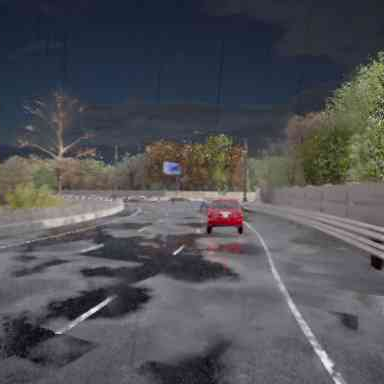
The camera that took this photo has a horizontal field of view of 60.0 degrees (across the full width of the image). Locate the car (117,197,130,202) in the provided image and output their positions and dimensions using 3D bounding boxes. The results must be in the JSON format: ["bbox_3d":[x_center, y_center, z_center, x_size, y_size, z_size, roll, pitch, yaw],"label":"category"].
[{"bbox_3d":[-18.913,1.959,91.564,1.895,1.301,4.718,1,-1,-34],"label":"car"}]

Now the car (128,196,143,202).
[{"bbox_3d":[-15.904,1.946,93.358,2.128,1.511,4.902,1,-1,-34],"label":"car"}]

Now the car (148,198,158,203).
[{"bbox_3d":[-10.440,2.049,84.027,1.895,1.301,4.718,1,0,-29],"label":"car"}]

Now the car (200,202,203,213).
[{"bbox_3d":[2.364,1.845,37.950,1.812,1.442,4.674,1,0,-4],"label":"car"}]

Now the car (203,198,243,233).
[{"bbox_3d":[2.107,1.418,21.508,2.150,2.045,5.566,1,0,5],"label":"car"}]

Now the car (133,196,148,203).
[{"bbox_3d":[-13.487,1.921,82.316,2.128,1.511,4.902,1,0,-29],"label":"car"}]

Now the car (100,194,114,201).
[{"bbox_3d":[-22.130,1.528,90.096,2.150,2.045,5.566,1,-1,-34],"label":"car"}]

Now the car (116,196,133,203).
[{"bbox_3d":[-16.545,1.855,80.606,1.812,1.442,4.674,1,0,-29],"label":"car"}]
